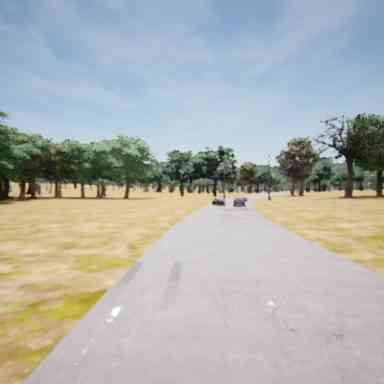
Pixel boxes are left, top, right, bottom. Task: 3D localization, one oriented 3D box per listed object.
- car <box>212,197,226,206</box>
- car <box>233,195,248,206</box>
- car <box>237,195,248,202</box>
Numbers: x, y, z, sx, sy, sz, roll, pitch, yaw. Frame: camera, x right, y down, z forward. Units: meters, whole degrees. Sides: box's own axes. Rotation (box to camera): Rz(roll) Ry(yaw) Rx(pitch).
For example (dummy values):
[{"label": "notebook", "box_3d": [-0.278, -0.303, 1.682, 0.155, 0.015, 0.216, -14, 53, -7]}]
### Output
[{"label": "car", "box_3d": [4.163, 1.484, 51.744, 1.895, 1.301, 4.718, 1, 1, 9]}, {"label": "car", "box_3d": [7.512, 1.399, 52.580, 2.128, 1.511, 4.902, 1, 1, 9]}, {"label": "car", "box_3d": [10.753, 1.363, 70.602, 1.895, 1.301, 4.718, 1, 1, 13]}]
